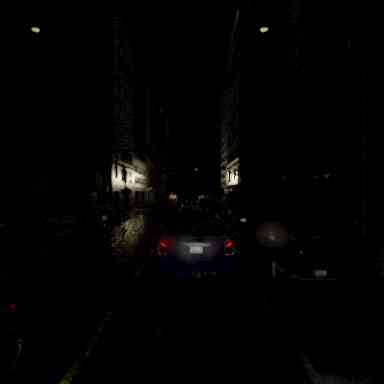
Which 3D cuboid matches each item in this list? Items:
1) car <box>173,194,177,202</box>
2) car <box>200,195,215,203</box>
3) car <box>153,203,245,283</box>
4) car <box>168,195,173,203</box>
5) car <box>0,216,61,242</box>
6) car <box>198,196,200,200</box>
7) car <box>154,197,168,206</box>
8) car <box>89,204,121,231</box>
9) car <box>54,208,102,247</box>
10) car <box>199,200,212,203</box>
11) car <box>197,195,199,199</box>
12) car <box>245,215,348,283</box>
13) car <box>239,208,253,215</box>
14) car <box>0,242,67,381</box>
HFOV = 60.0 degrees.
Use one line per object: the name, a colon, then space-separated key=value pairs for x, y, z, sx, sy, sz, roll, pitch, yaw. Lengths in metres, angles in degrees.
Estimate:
car: x=-5.581 y=1.795 z=84.536 sx=1.752 sy=1.417 sz=4.829 roll=0 pitch=0 yaw=0
car: x=2.894 y=1.592 z=57.651 sx=1.967 sy=1.590 sz=4.097 roll=0 pitch=0 yaw=0
car: x=0.105 y=1.374 z=9.891 sx=2.097 sy=1.767 sz=4.553 roll=0 pitch=0 yaw=0
car: x=-5.610 y=1.744 z=68.481 sx=2.008 sy=1.369 sz=4.403 roll=0 pitch=0 yaw=0
car: x=-5.668 y=1.585 z=9.558 sx=1.947 sy=1.339 sz=4.313 roll=0 pitch=0 yaw=0
car: x=2.915 y=1.744 z=68.468 sx=2.008 sy=1.369 sz=4.403 roll=0 pitch=0 yaw=0
car: x=-5.631 y=1.733 z=57.664 sx=1.802 sy=1.307 sz=4.206 roll=0 pitch=0 yaw=0
car: x=-5.668 y=1.482 z=20.561 sx=1.967 sy=1.590 sz=4.097 roll=0 pitch=0 yaw=0
car: x=-5.668 y=1.612 z=15.060 sx=1.802 sy=1.307 sz=4.206 roll=0 pitch=0 yaw=0
car: x=0.101 y=1.524 z=22.717 sx=1.882 sy=1.535 sz=5.008 roll=0 pitch=0 yaw=0
car: x=2.934 y=1.683 z=79.286 sx=1.967 sy=1.590 sz=4.097 roll=0 pitch=0 yaw=0
car: x=2.857 y=1.570 z=9.558 sx=2.008 sy=1.369 sz=4.403 roll=0 pitch=0 yaw=0
car: x=2.858 y=1.608 z=20.560 sx=1.947 sy=1.339 sz=4.313 roll=0 pitch=0 yaw=0
car: x=-3.097 y=1.553 z=2.735 sx=2.033 sy=1.411 sz=5.357 roll=0 pitch=0 yaw=0
